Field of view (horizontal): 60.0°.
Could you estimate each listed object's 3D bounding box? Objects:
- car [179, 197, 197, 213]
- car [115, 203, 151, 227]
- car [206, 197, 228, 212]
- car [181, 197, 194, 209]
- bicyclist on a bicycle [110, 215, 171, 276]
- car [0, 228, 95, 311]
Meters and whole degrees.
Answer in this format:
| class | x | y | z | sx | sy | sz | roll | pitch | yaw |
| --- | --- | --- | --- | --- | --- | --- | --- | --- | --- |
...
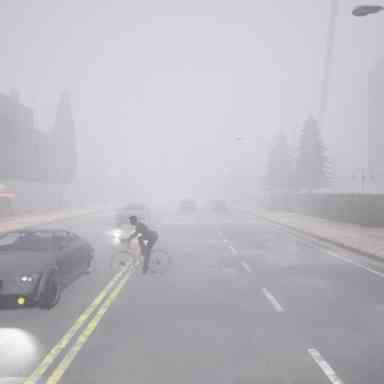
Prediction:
| class | x | y | z | sx | sy | sz | roll | pitch | yaw |
| --- | --- | --- | --- | --- | --- | --- | --- | --- | --- |
| car | -0.435 | 1.492 | 37.663 | 2.128 | 1.511 | 4.902 | 0 | 0 | -1 |
| car | -3.889 | 1.506 | 22.562 | 1.837 | 1.490 | 4.892 | 0 | 0 | -1 |
| car | 3.076 | 1.547 | 38.620 | 2.033 | 1.411 | 5.357 | 0 | 0 | -1 |
| car | -0.619 | 1.505 | 47.701 | 1.837 | 1.490 | 4.892 | 0 | 0 | 0 |
| bicyclist on a bicycle | -1.415 | 1.455 | 9.050 | 1.656 | 1.620 | 0.582 | -2 | 0 | -1 |
| car | -3.688 | 1.564 | 7.695 | 1.994 | 1.385 | 4.181 | 0 | 0 | -1 |
